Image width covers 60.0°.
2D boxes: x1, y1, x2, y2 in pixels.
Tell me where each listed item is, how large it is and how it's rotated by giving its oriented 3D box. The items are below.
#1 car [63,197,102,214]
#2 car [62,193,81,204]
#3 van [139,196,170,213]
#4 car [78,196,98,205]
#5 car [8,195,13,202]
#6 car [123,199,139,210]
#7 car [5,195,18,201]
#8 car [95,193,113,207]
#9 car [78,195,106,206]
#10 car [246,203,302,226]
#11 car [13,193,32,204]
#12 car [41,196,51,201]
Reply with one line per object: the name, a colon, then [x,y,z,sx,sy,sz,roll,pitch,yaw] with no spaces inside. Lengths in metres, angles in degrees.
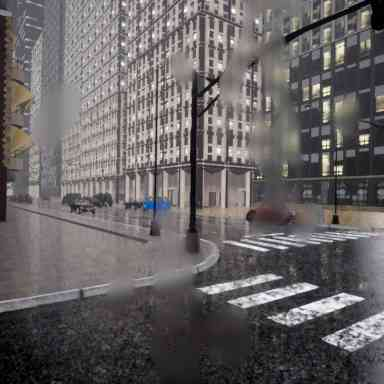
car: [-10.882,1.427,32.908,2.008,1.369,4.403,1,-1,-35]
car: [-20.027,1.182,55.613,2.150,2.045,5.566,1,-1,-35]
van: [-4.048,1.382,37.762,1.690,1.788,3.998,1,-1,-35]
car: [-18.482,1.526,58.859,1.837,1.490,4.892,1,-1,-35]
car: [-37.054,1.397,69.745,1.947,1.339,4.313,1,-1,-35]
car: [-7.323,1.584,42.365,2.008,1.369,4.403,1,-1,-35]
car: [-40.325,1.378,74.350,2.008,1.369,4.403,1,-1,-35]
car: [-14.472,1.255,53.157,2.150,2.045,5.566,1,-1,-35]
car: [-14.564,1.536,48.010,1.994,1.385,4.181,1,-1,-37]
car: [5.765,1.505,23.947,1.967,1.590,4.097,1,-1,-35]
car: [-30.507,1.155,60.538,2.192,1.841,5.009,1,-1,-35]
car: [-36.767,1.571,83.807,1.802,1.307,4.206,1,-1,-35]
